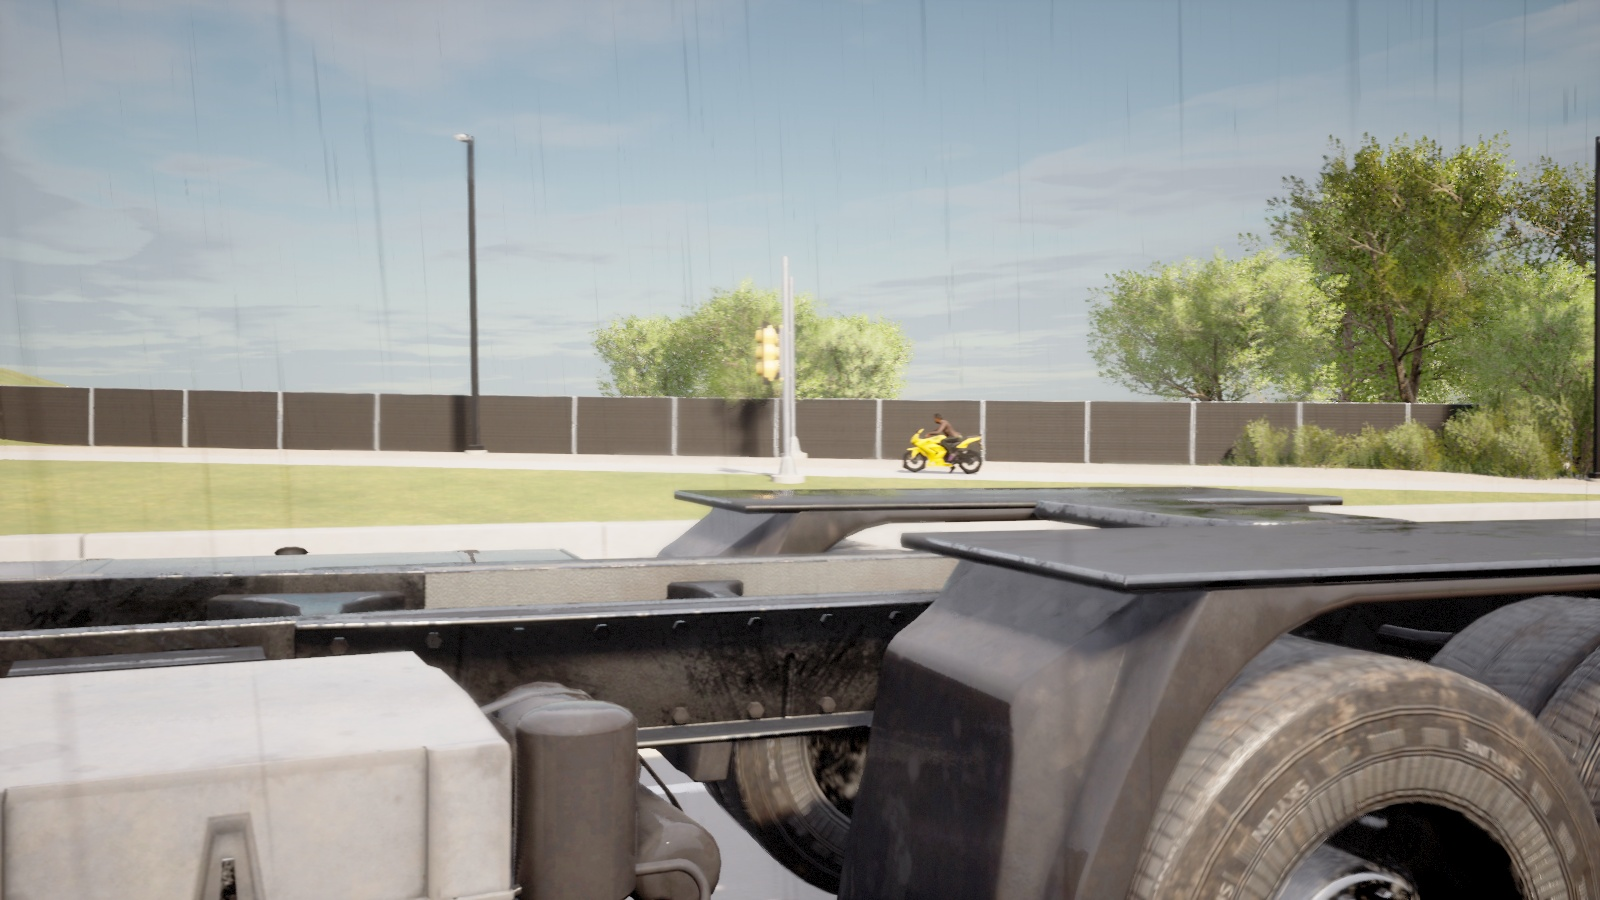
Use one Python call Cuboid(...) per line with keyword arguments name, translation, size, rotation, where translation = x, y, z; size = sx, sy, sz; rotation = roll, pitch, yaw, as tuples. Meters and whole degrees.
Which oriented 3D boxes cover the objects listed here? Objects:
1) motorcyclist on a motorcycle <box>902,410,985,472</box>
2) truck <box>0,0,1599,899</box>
Cuboid(name="motorcyclist on a motorcycle", translation=(3.585, -0.240, 31.474), size=(2.044, 1.523, 0.797), rotation=(0, 2, 6))
Cuboid(name="truck", translation=(-0.875, -0.221, 2.895), size=(7.936, 3.462, 2.891), rotation=(-1, 1, -21))
